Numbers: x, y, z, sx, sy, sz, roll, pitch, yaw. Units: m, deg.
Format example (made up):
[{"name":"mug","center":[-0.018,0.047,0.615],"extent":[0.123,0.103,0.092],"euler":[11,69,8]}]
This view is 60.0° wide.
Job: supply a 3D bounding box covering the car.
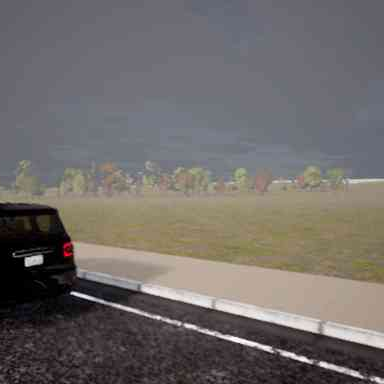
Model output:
[{"name":"car","center":[-4.814,1.254,7.121],"extent":[5.566,2.045,2.150],"euler":[0,0,36]}]
